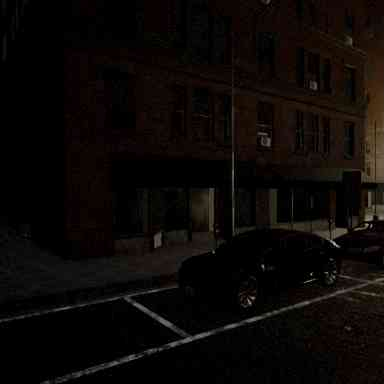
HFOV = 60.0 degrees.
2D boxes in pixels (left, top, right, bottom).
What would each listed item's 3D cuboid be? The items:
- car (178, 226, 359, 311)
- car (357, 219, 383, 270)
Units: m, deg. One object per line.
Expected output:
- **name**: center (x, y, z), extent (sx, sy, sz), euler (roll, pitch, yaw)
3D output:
- **car**: center (1.731, 1.566, 7.754), extent (4.313, 1.339, 1.947), euler (0, 0, -35)
- **car**: center (6.217, 1.582, 10.938), extent (4.206, 1.307, 1.802), euler (0, 0, -35)
